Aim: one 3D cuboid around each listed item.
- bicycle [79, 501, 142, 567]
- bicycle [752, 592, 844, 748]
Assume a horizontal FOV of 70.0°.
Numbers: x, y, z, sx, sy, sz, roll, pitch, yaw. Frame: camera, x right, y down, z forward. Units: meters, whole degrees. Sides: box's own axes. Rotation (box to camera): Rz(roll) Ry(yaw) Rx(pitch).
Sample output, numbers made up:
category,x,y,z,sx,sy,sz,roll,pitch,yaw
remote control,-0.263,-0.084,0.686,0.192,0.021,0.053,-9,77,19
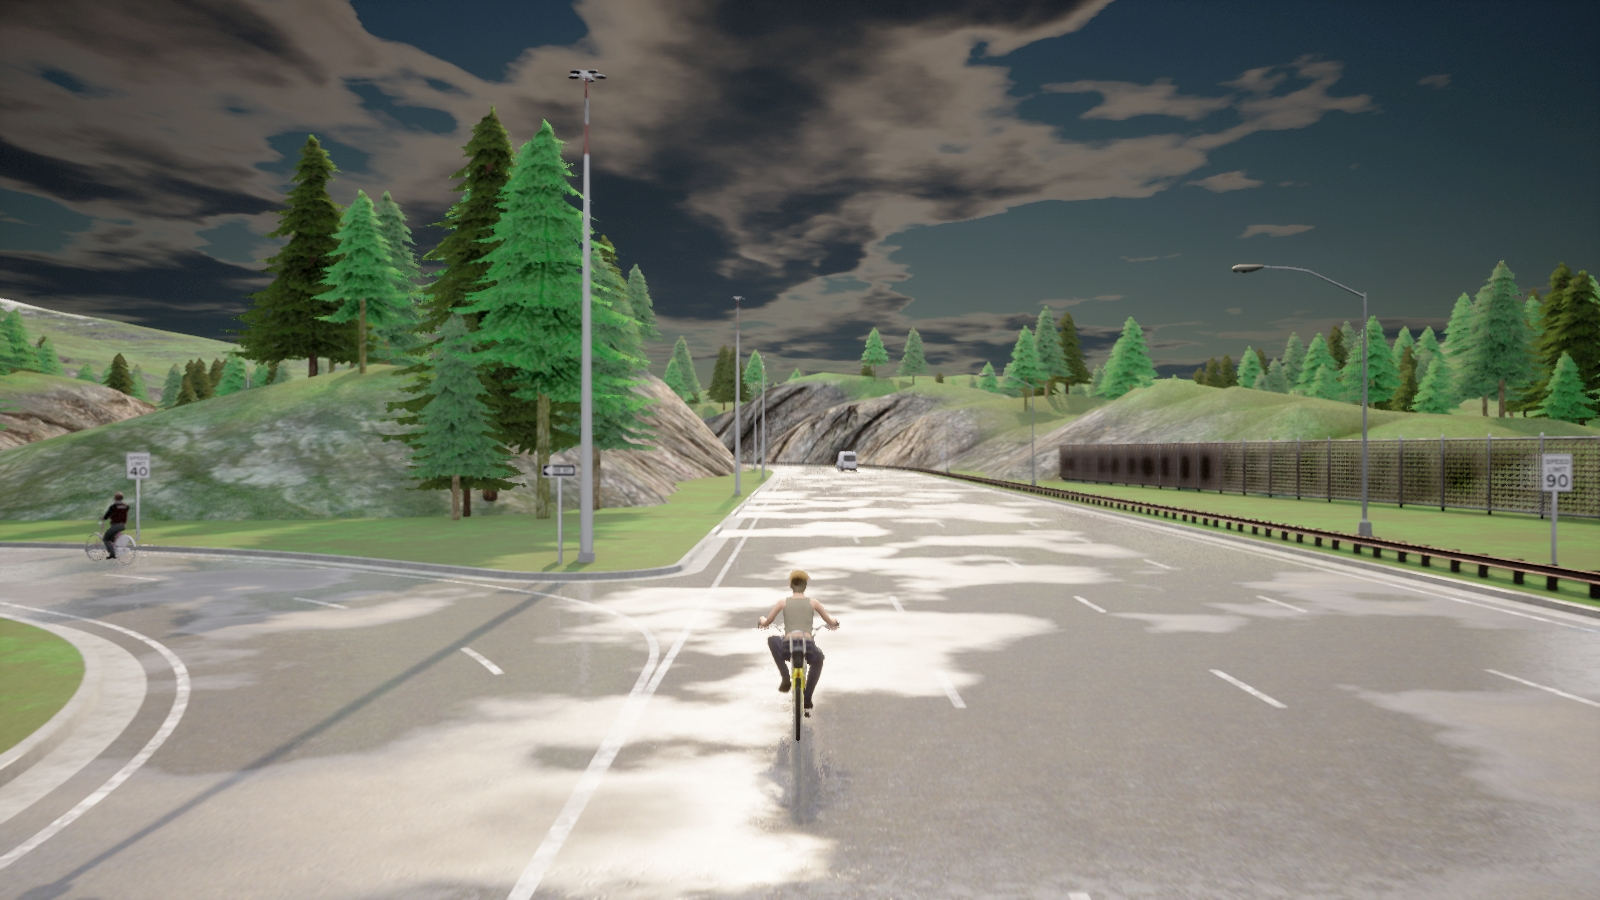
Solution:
category,x,y,z,sx,sy,sz,roll,pitch,yaw
bicycle,-16.925,2.046,28.022,1.835,1.471,0.329,2,1,25
bicycle,-0.014,2.153,11.457,0.859,1.276,1.487,0,0,0
